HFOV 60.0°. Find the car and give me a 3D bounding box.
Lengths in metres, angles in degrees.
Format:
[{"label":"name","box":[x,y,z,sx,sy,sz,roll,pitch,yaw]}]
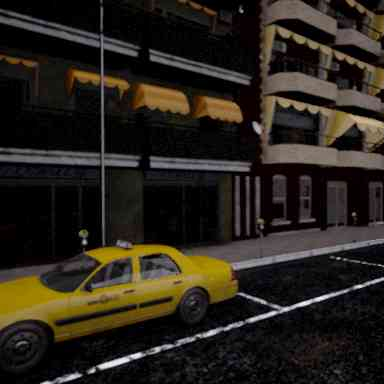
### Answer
[{"label":"car","box":[-1.389,1.528,5.580,4.829,1.417,1.752,0,-1,-36]}]
